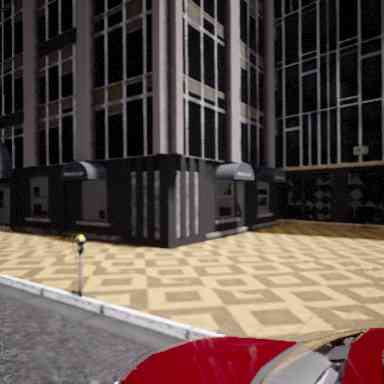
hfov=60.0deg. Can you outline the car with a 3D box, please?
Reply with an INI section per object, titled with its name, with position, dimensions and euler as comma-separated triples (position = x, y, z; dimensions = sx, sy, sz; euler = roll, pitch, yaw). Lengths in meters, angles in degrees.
[car]
position = 1.259, 1.582, 1.976
dimensions = 4.206, 1.307, 1.802
euler = -1, 0, 36
